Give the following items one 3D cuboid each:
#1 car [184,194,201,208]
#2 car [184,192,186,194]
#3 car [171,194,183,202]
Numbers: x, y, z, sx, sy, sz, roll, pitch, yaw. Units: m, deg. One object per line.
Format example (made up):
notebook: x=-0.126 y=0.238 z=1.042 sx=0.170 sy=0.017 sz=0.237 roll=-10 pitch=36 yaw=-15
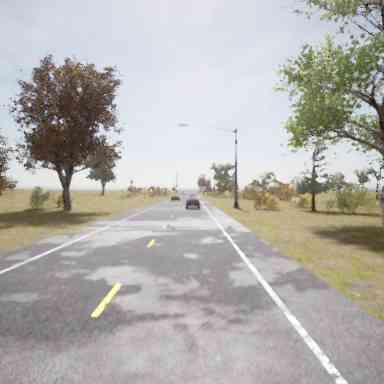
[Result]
car: x=0.122 y=1.331 z=44.027 sx=1.837 sy=1.490 sz=4.892 roll=0 pitch=0 yaw=0
car: x=0.131 y=1.104 z=62.262 sx=2.097 sy=1.767 sz=4.553 roll=0 pitch=0 yaw=0
car: x=-3.466 y=1.315 z=70.000 sx=1.895 sy=1.301 sz=4.718 roll=0 pitch=0 yaw=0
